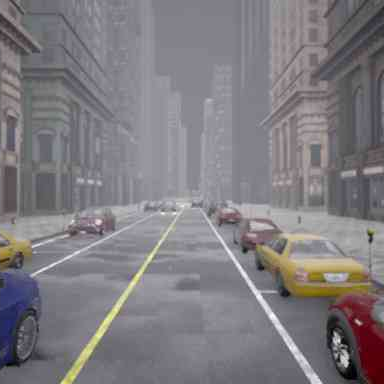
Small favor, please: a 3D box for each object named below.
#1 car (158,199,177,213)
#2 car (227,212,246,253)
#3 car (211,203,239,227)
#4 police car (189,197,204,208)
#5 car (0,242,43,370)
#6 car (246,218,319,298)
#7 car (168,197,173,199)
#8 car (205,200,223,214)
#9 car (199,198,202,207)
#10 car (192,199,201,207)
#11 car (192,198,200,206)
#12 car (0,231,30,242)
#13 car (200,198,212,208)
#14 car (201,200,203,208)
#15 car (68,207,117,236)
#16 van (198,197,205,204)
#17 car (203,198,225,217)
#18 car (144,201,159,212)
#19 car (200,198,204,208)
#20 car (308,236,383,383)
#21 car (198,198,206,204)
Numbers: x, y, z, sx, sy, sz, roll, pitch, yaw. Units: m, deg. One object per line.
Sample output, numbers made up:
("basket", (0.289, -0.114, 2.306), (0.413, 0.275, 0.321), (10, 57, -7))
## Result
("car", (-3.131, 2.024, 45.507), (1.812, 1.442, 4.674), (0, -1, 0))
("car", (2.746, 1.737, 14.106), (1.802, 1.307, 4.206), (0, -1, 0))
("car", (2.735, 1.822, 25.309), (1.887, 1.381, 4.507), (0, -1, 0))
("police car", (0.841, 2.086, 60.224), (1.930, 1.638, 5.238), (0, -1, 0))
("car", (-3.104, 1.562, 3.180), (1.812, 1.442, 4.674), (0, -1, 0))
("car", (2.751, 1.621, 8.675), (1.752, 1.417, 4.829), (0, -1, 0))
("car", (-5.835, 2.085, 70.111), (2.192, 1.841, 5.009), (0, -1, 0))
("car", (2.718, 1.902, 42.114), (1.967, 1.590, 4.097), (0, -1, 0))
("car", (2.702, 2.174, 59.087), (1.752, 1.417, 4.829), (0, -1, 0))
("car", (0.831, 2.276, 70.113), (1.837, 1.490, 4.892), (0, -1, 0))
("car", (0.806, 2.295, 76.303), (1.801, 1.575, 5.366), (0, -1, 0))
("car", (-5.774, 1.617, 8.319), (1.752, 1.417, 4.829), (0, -1, 0))
("car", (2.696, 2.024, 64.522), (2.192, 1.841, 5.009), (0, -1, 0))
("car", (2.713, 2.089, 47.714), (1.947, 1.339, 4.313), (0, -1, 0))
("car", (-5.785, 1.656, 19.694), (1.967, 1.590, 4.097), (0, -1, 0))
("van", (2.668, 2.360, 92.528), (1.690, 1.788, 3.998), (0, -1, 0))
("car", (2.723, 1.715, 36.514), (2.192, 1.841, 5.009), (0, -1, 0))
("car", (-5.812, 2.067, 47.701), (1.887, 1.381, 4.507), (0, -1, 0))
("car", (2.707, 2.136, 53.316), (2.008, 1.369, 4.403), (0, -1, 0))
("car", (2.756, 1.473, 2.904), (1.967, 1.590, 4.097), (0, -1, 0))
("car", (2.674, 2.397, 86.926), (1.967, 1.590, 4.097), (0, -1, 0))
